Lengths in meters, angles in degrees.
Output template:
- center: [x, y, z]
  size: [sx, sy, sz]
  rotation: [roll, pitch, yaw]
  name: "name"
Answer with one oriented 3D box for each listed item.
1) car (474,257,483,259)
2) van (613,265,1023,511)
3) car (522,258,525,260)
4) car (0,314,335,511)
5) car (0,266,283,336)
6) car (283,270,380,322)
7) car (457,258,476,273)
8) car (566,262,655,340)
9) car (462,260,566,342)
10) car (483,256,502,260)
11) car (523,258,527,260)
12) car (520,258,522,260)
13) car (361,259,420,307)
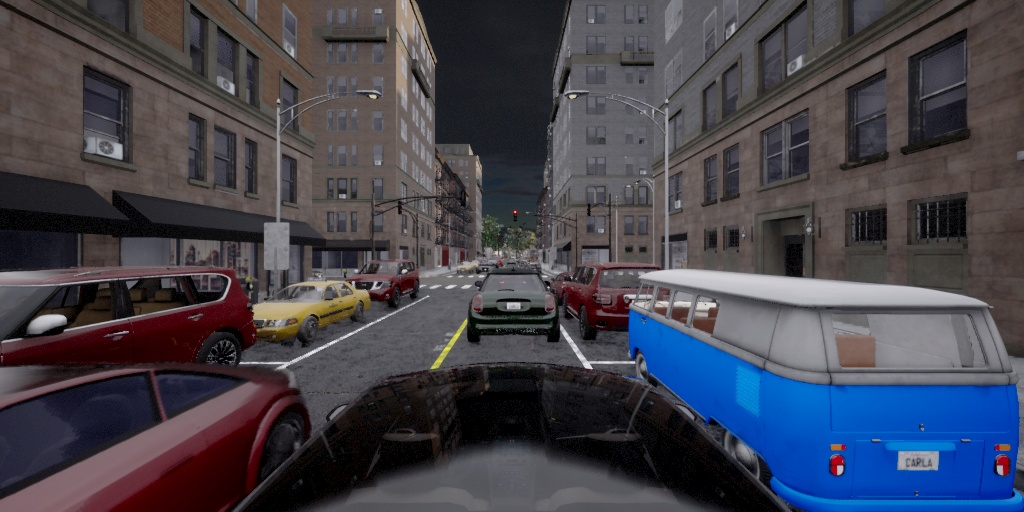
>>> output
- center: [-5.492, 1.275, 53.323]
  size: [1.751, 1.417, 4.829]
  rotation: [0, 0, 0]
  name: "car"
- center: [2.635, 1.091, 4.177]
  size: [1.690, 1.789, 3.998]
  rotation: [0, 0, 0]
  name: "van"
- center: [2.566, 1.295, 48.024]
  size: [1.888, 1.381, 4.507]
  rotation: [0, 0, 0]
  name: "car"
- center: [-2.849, 1.314, 1.607]
  size: [1.994, 1.385, 4.181]
  rotation: [0, 0, 0]
  name: "car"
- center: [-5.402, 1.065, 4.166]
  size: [2.192, 1.841, 5.009]
  rotation: [0, 0, 0]
  name: "car"
- center: [-5.411, 1.275, 9.674]
  size: [1.751, 1.417, 4.829]
  rotation: [0, 0, 0]
  name: "car"
- center: [-5.478, 1.275, 42.360]
  size: [1.751, 1.417, 4.829]
  rotation: [0, 0, 0]
  name: "car"
- center: [2.626, 1.065, 9.855]
  size: [2.192, 1.841, 5.009]
  rotation: [0, 0, 0]
  name: "car"
- center: [0.021, 1.102, 9.892]
  size: [2.097, 1.767, 4.553]
  rotation: [0, 0, 0]
  name: "car"
- center: [-2.922, 1.228, 52.996]
  size: [1.882, 1.535, 5.008]
  rotation: [0, 0, 0]
  name: "car"
- center: [2.575, 1.300, 42.543]
  size: [2.007, 1.370, 4.403]
  rotation: [0, 0, 0]
  name: "car"
- center: [2.558, 1.300, 53.506]
  size: [2.007, 1.370, 4.403]
  rotation: [0, 0, 0]
  name: "car"
- center: [-5.421, 1.064, 15.523]
  size: [2.192, 1.841, 5.009]
  rotation: [0, 0, 0]
  name: "car"
